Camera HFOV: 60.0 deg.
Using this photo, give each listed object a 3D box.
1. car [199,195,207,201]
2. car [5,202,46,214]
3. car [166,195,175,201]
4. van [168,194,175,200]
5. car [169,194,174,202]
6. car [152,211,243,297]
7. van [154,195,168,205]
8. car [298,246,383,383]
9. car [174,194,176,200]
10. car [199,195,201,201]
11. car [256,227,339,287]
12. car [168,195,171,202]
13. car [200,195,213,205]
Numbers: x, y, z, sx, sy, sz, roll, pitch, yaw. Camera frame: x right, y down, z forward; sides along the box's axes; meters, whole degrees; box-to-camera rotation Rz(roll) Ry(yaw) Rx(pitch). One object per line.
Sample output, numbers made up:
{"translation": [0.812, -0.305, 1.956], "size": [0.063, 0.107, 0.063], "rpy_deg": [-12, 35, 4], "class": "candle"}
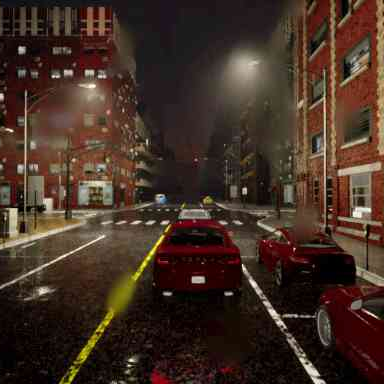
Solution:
{"translation": [2.831, 1.597, 86.482], "size": [1.947, 1.339, 4.313], "rpy_deg": [1, 0, 0], "class": "car"}
{"translation": [-18.655, 1.730, 37.382], "size": [4.313, 1.339, 1.947], "rpy_deg": [0, -1, 0], "class": "car"}
{"translation": [-5.549, 1.582, 86.534], "size": [2.008, 1.369, 4.403], "rpy_deg": [1, 0, 0], "class": "car"}
{"translation": [-5.537, 1.376, 92.186], "size": [1.690, 1.788, 3.998], "rpy_deg": [1, 0, 0], "class": "van"}
{"translation": [-5.566, 1.607, 75.229], "size": [1.802, 1.307, 4.206], "rpy_deg": [1, 0, 0], "class": "car"}
{"translation": [0.111, 1.480, 8.649], "size": [1.882, 1.535, 5.008], "rpy_deg": [0, 0, 0], "class": "car"}
{"translation": [-5.588, 1.359, 58.273], "size": [1.690, 1.788, 3.998], "rpy_deg": [1, 0, 0], "class": "van"}
{"translation": [2.672, 1.583, 3.311], "size": [1.802, 1.307, 4.206], "rpy_deg": [1, 0, 0], "class": "car"}
{"translation": [-5.557, 1.553, 80.712], "size": [1.752, 1.417, 4.829], "rpy_deg": [1, 0, 0], "class": "car"}
{"translation": [2.823, 1.572, 80.831], "size": [1.887, 1.381, 4.507], "rpy_deg": [1, 0, 0], "class": "car"}
{"translation": [2.851, 1.584, 8.967], "size": [1.802, 1.307, 4.206], "rpy_deg": [1, 0, 0], "class": "car"}
{"translation": [-5.583, 1.602, 63.925], "size": [1.802, 1.307, 4.206], "rpy_deg": [1, 0, 0], "class": "car"}
{"translation": [2.789, 1.543, 58.391], "size": [1.752, 1.417, 4.829], "rpy_deg": [1, 0, 0], "class": "car"}
